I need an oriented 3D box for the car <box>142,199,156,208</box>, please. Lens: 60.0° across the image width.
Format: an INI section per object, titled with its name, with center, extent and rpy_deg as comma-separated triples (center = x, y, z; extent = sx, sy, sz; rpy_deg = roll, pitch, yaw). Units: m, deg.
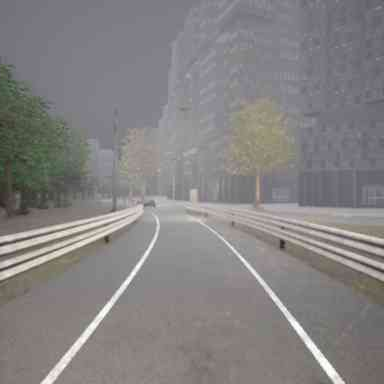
[car]
center = -7.670, 1.991, 58.729
extent = 1.837, 1.490, 4.892
rpy_deg = 1, -1, -19
